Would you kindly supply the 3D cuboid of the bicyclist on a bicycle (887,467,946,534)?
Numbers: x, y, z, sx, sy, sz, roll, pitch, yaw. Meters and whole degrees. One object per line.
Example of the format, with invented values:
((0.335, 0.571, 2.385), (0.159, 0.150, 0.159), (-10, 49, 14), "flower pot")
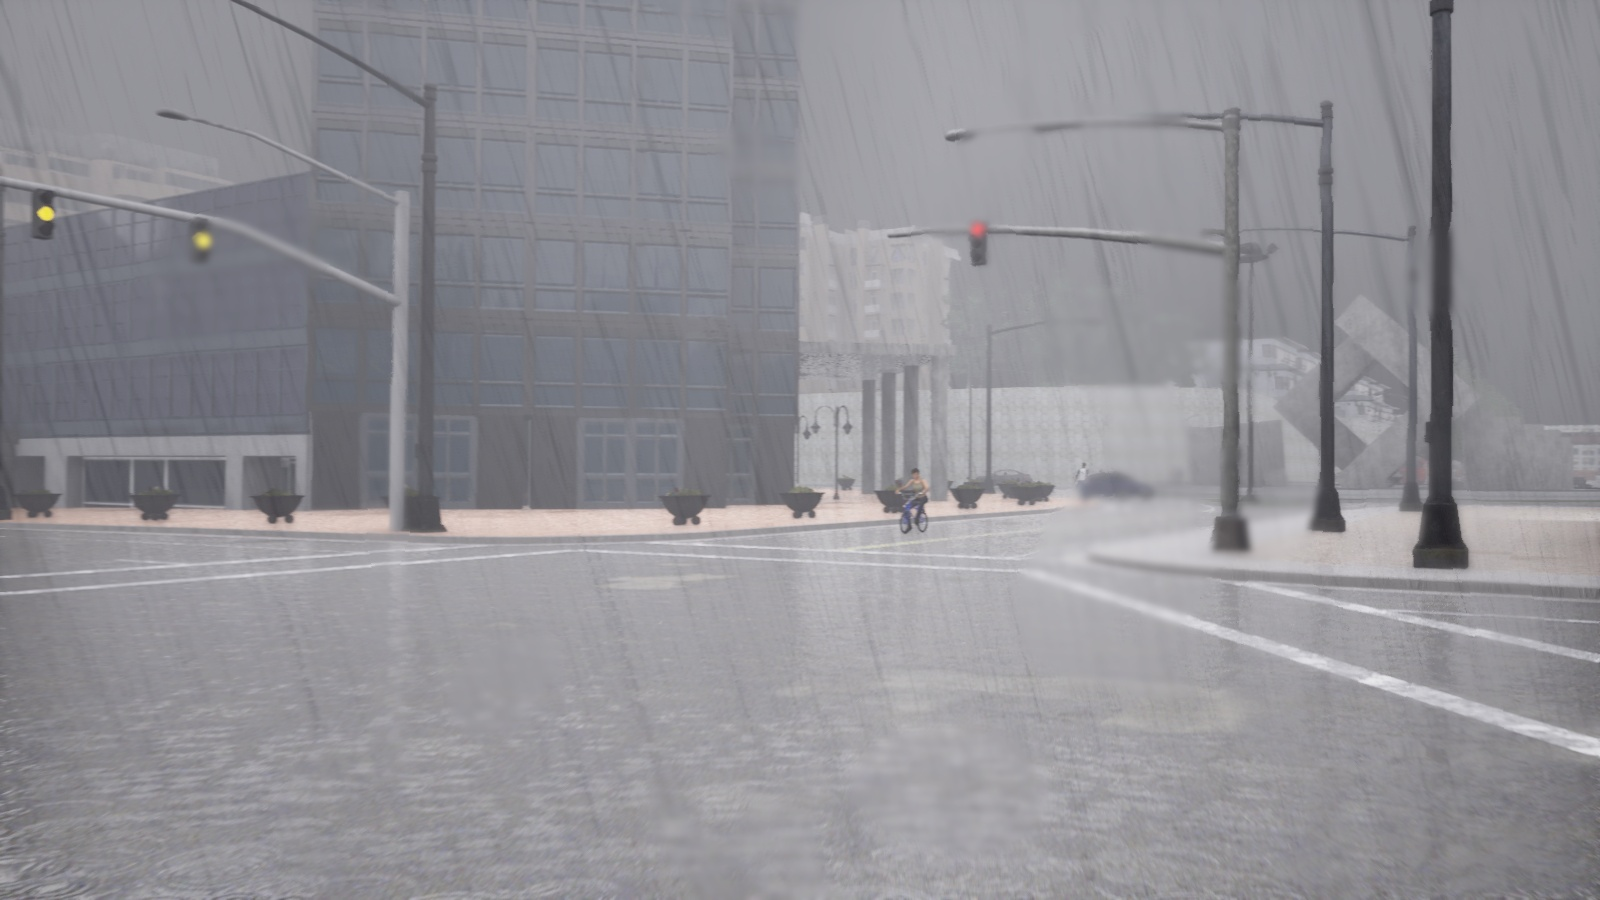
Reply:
((2.897, 1.226, 31.023), (0.866, 1.612, 1.509), (-1, -1, 32), "bicyclist on a bicycle")

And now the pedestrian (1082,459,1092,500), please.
((12.688, 1.297, 55.486), (0.354, 1.836, 0.706), (0, -1, 16), "pedestrian")

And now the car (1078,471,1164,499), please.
((17.327, 1.856, 68.018), (1.812, 1.442, 4.674), (0, -1, -28), "car")
